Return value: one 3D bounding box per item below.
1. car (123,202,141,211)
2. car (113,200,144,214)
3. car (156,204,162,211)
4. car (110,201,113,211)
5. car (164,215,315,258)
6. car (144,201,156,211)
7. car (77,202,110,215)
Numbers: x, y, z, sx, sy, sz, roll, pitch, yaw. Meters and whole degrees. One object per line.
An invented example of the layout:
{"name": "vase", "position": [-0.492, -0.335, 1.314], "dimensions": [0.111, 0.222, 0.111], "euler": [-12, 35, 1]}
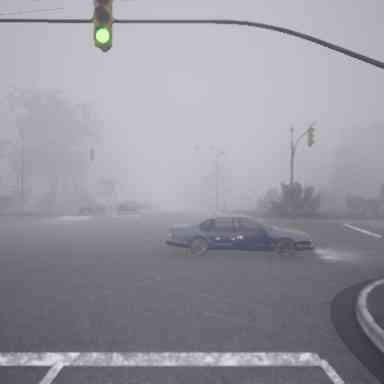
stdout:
{"name": "car", "position": [-10.526, 2.574, 58.797], "dimensions": [2.128, 1.511, 4.902], "euler": [0, -3, 1]}
{"name": "car", "position": [-7.092, 1.648, 37.593], "dimensions": [1.882, 1.535, 5.008], "euler": [0, -1, 1]}
{"name": "car", "position": [-6.988, 2.969, 65.162], "dimensions": [1.994, 1.385, 4.181], "euler": [0, -3, 0]}
{"name": "car", "position": [-10.579, 1.998, 46.792], "dimensions": [1.837, 1.490, 4.892], "euler": [0, -3, 0]}
{"name": "car", "position": [1.694, 1.573, 12.545], "dimensions": [5.357, 1.411, 2.033], "euler": [0, 0, 7]}
{"name": "car", "position": [-7.067, 2.137, 50.344], "dimensions": [1.882, 1.535, 5.008], "euler": [0, -3, 0]}
{"name": "car", "position": [-10.611, 1.727, 35.647], "dimensions": [1.895, 1.301, 4.718], "euler": [0, -1, 1]}
